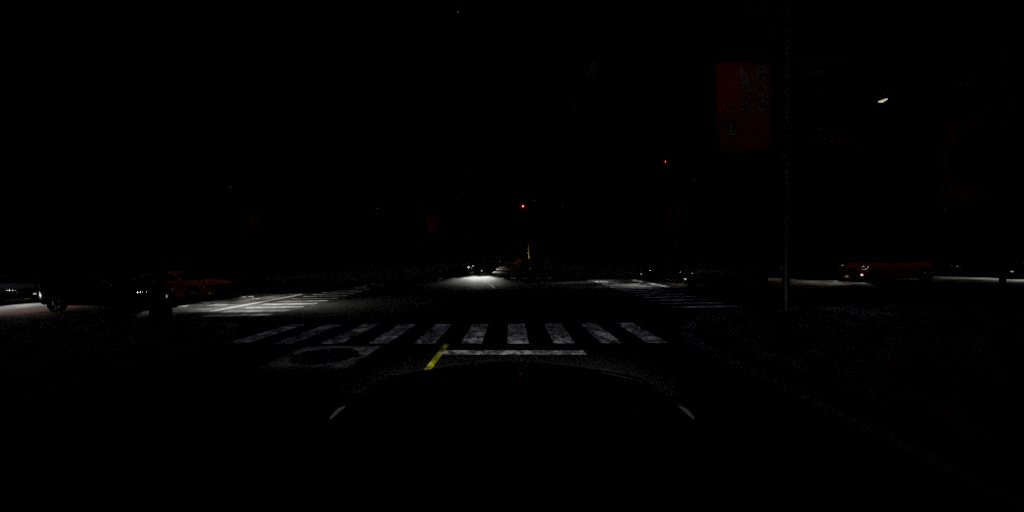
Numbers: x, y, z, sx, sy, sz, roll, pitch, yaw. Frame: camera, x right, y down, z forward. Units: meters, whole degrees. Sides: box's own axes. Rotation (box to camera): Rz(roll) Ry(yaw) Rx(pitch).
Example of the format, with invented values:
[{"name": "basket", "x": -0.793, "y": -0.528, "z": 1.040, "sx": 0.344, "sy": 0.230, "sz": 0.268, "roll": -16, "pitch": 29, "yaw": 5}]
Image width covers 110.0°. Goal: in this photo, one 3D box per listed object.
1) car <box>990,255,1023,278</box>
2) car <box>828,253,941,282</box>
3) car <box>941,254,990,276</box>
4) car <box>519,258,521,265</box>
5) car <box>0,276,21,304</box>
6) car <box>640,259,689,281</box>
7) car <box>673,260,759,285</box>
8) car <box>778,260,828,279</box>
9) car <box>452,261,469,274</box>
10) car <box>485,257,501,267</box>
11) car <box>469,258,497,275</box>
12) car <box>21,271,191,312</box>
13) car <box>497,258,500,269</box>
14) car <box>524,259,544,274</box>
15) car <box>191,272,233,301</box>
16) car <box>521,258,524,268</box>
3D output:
[{"name": "car", "x": 33.704, "y": 0.655, "z": 22.500, "sx": 4.674, "sy": 1.442, "sz": 1.812, "roll": -1, "pitch": 0, "yaw": 0}, {"name": "car", "x": 23.237, "y": 0.661, "z": 22.499, "sx": 4.553, "sy": 1.767, "sz": 2.097, "roll": -1, "pitch": 0, "yaw": 0}, {"name": "car", "x": 33.193, "y": 0.611, "z": 25.755, "sx": 5.008, "sy": 1.535, "sz": 1.882, "roll": -1, "pitch": 0, "yaw": 0}, {"name": "car", "x": 2.664, "y": 1.311, "z": 57.539, "sx": 2.007, "sy": 1.370, "sz": 4.403, "roll": 0, "pitch": 0, "yaw": 0}, {"name": "car", "x": -27.620, "y": 1.763, "z": 18.979, "sx": 4.674, "sy": 1.442, "sz": 1.812, "roll": -1, "pitch": 0, "yaw": 0}, {"name": "car", "x": 11.820, "y": 0.999, "z": 25.859, "sx": 4.902, "sy": 1.511, "sz": 2.128, "roll": -1, "pitch": 0, "yaw": 3}, {"name": "car", "x": 13.019, "y": 1.091, "z": 22.449, "sx": 4.718, "sy": 1.301, "sz": 1.895, "roll": -1, "pitch": 0, "yaw": -1}, {"name": "car", "x": 22.008, "y": 0.927, "z": 25.748, "sx": 4.718, "sy": 1.301, "sz": 1.895, "roll": -1, "pitch": 0, "yaw": 0}, {"name": "car", "x": -5.785, "y": 1.306, "z": 41.169, "sx": 2.007, "sy": 1.370, "sz": 4.403, "roll": 0, "pitch": 0, "yaw": 0}, {"name": "car", "x": -3.191, "y": 1.288, "z": 58.933, "sx": 1.812, "sy": 1.442, "sz": 4.674, "roll": 0, "pitch": 0, "yaw": 0}, {"name": "car", "x": -3.110, "y": 1.246, "z": 39.137, "sx": 2.128, "sy": 1.511, "sz": 4.902, "roll": 0, "pitch": 0, "yaw": 0}, {"name": "car", "x": -17.624, "y": 1.547, "z": 15.751, "sx": 4.902, "sy": 1.511, "sz": 2.128, "roll": -1, "pitch": 0, "yaw": 2}, {"name": "car", "x": -3.156, "y": 1.305, "z": 48.995, "sx": 2.033, "sy": 1.411, "sz": 5.357, "roll": 0, "pitch": 0, "yaw": 0}, {"name": "car", "x": 2.740, "y": 1.305, "z": 41.206, "sx": 2.007, "sy": 1.370, "sz": 4.403, "roll": 0, "pitch": 0, "yaw": 0}, {"name": "car", "x": -17.646, "y": 1.528, "z": 18.995, "sx": 5.008, "sy": 1.535, "sz": 1.882, "roll": -1, "pitch": 0, "yaw": 2}, {"name": "car", "x": 2.689, "y": 1.304, "z": 52.094, "sx": 1.888, "sy": 1.381, "sz": 4.507, "roll": 0, "pitch": 0, "yaw": 0}]
